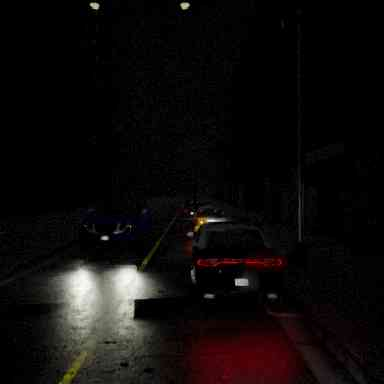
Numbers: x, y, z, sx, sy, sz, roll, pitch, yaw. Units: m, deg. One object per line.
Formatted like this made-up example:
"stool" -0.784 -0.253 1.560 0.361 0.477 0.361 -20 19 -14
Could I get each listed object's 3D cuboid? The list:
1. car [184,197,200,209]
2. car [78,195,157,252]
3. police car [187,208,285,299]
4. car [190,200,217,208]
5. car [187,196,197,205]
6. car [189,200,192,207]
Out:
"car" 0.026 1.414 46.589 2.097 1.767 4.553 0 0 0
"car" -2.997 1.230 14.208 2.150 2.045 5.566 0 0 0
"police car" 0.902 1.430 8.608 1.930 1.638 5.238 0 0 0
"car" 0.904 1.469 18.690 1.801 1.575 5.366 0 0 0
"car" 0.014 1.574 60.332 1.882 1.535 5.008 0 0 0
"car" 0.906 1.547 24.500 1.812 1.442 4.674 0 0 0
